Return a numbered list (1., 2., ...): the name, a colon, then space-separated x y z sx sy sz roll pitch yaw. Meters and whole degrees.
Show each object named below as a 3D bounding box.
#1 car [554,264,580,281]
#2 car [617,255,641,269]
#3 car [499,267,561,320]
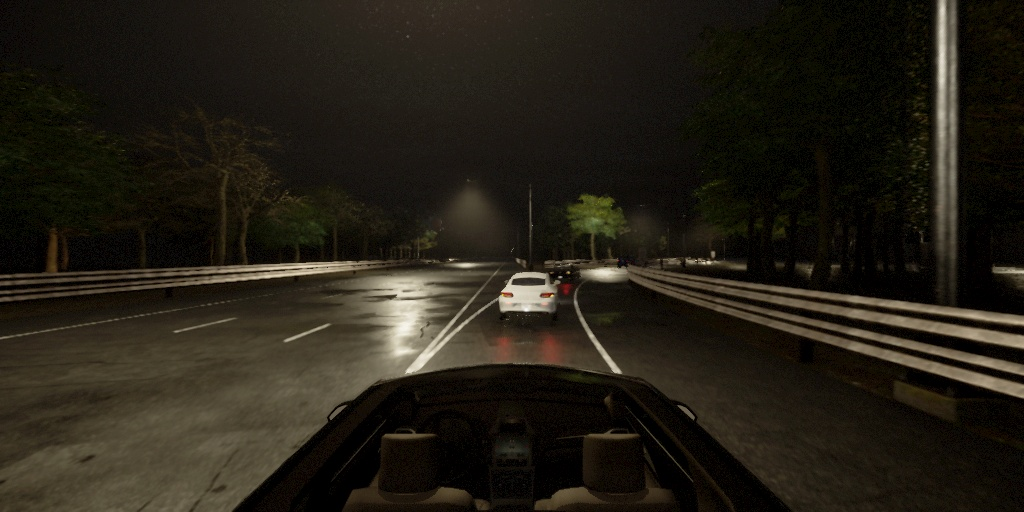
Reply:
1. car: 4.403 1.324 29.571 1.895 1.301 4.718 0 0 18
2. car: 17.977 0.905 54.906 2.150 2.045 5.566 0 0 38
3. car: 0.688 1.273 12.490 1.812 1.442 4.674 0 0 7
